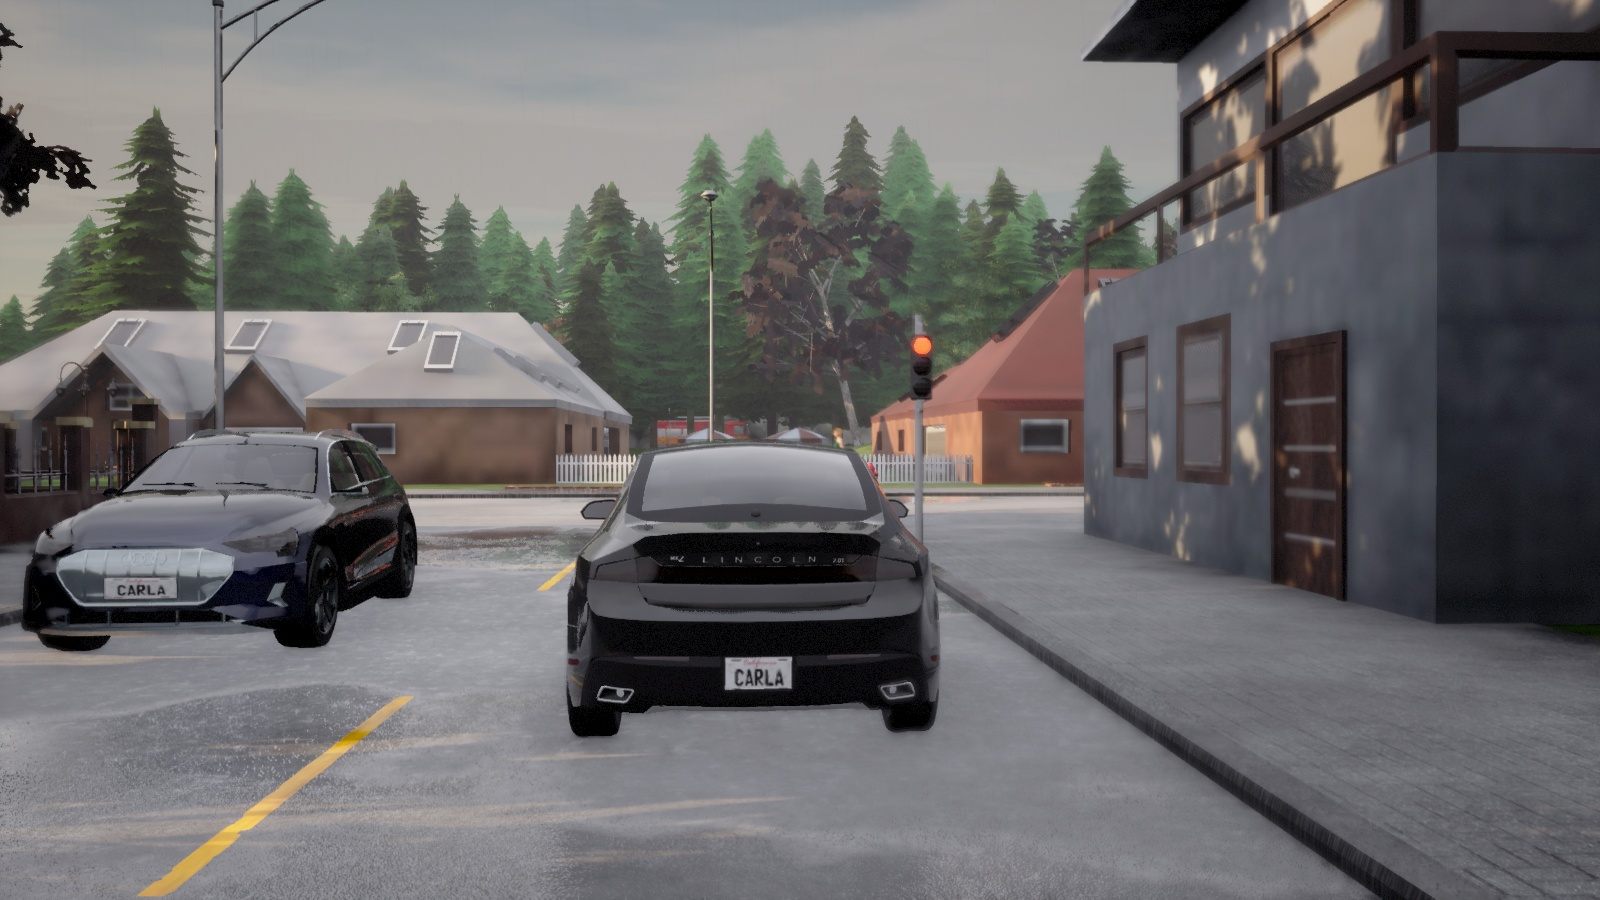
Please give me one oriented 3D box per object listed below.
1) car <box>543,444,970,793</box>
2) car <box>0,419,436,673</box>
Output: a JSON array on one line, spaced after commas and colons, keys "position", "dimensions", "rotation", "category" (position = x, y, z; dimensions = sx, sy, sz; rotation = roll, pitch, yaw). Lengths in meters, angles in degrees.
[{"position": [-0.327, 0.707, 7.856], "dimensions": [1.837, 1.490, 4.892], "rotation": [0, 0, -3], "category": "car"}, {"position": [-4.586, 0.613, 10.674], "dimensions": [2.033, 1.649, 4.856], "rotation": [0, 0, -6], "category": "car"}]
